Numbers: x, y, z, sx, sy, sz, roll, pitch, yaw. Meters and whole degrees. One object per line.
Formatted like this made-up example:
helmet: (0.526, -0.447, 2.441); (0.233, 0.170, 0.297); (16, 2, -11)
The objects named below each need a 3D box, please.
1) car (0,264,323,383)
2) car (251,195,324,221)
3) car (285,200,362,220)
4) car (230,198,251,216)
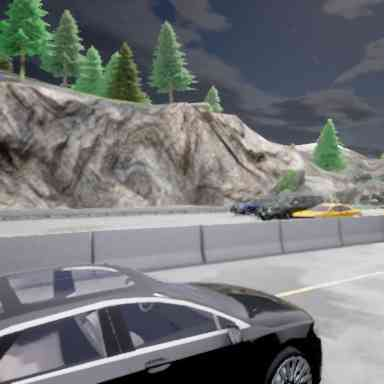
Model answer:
car: (-0.773, 1.477, 3.081); (4.902, 1.511, 2.128); (0, 0, -35)
car: (7.489, 1.217, 24.608); (5.566, 2.045, 2.150); (0, 0, -27)
car: (8.638, 1.488, 21.221); (5.008, 1.535, 1.882); (0, 0, -28)
car: (5.848, 1.321, 31.588); (4.553, 1.767, 2.097); (0, 0, -26)
